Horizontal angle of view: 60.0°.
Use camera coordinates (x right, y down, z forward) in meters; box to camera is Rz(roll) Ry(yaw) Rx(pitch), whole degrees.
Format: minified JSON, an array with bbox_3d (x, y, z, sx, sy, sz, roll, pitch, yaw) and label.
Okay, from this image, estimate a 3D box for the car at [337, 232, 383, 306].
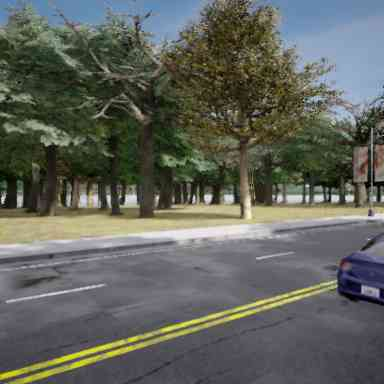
[{"bbox_3d":[4.876,1.505,6.957,4.674,1.442,1.812,0,0,-36],"label":"car"}]
